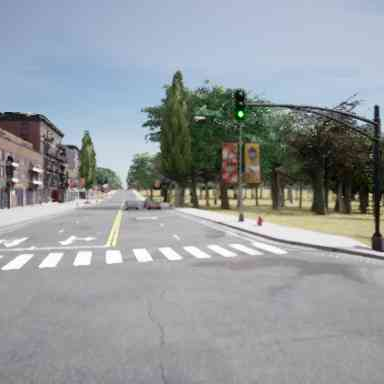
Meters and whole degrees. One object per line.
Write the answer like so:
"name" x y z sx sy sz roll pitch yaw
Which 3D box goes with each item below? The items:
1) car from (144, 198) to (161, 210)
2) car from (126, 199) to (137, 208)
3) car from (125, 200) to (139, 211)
"car" -5.824 2.032 50.730 1.994 1.385 4.181 0 -1 -11
"car" -10.984 2.085 59.935 1.882 1.535 5.008 0 -1 -11
"car" -8.935 2.027 49.716 2.033 1.411 5.357 0 -1 -11
